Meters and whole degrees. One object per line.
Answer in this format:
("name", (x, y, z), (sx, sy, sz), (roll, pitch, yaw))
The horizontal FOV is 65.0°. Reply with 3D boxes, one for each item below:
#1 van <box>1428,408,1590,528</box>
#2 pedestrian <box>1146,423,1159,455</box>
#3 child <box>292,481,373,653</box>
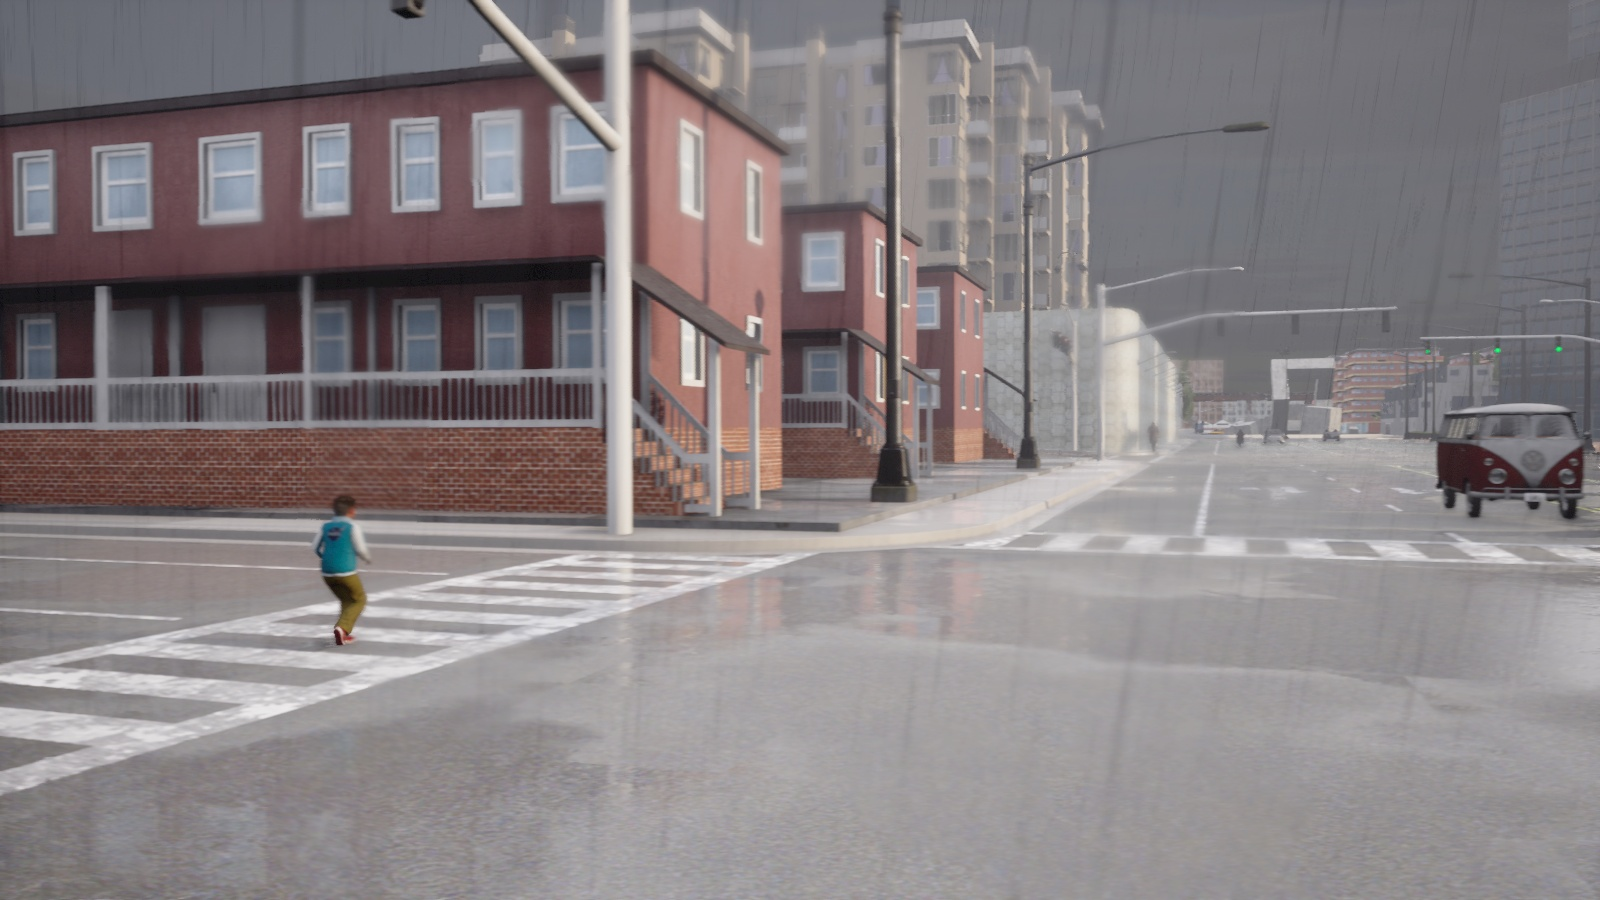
("van", (12.867, 0.258, 23.063), (1.775, 1.987, 4.442), (1, 1, 19))
("pedestrian", (21.264, -0.659, 75.764), (0.659, 1.952, 0.873), (1, 1, 19))
("child", (-3.392, 0.833, 9.124), (0.343, 1.192, 0.448), (1, 1, 21))
